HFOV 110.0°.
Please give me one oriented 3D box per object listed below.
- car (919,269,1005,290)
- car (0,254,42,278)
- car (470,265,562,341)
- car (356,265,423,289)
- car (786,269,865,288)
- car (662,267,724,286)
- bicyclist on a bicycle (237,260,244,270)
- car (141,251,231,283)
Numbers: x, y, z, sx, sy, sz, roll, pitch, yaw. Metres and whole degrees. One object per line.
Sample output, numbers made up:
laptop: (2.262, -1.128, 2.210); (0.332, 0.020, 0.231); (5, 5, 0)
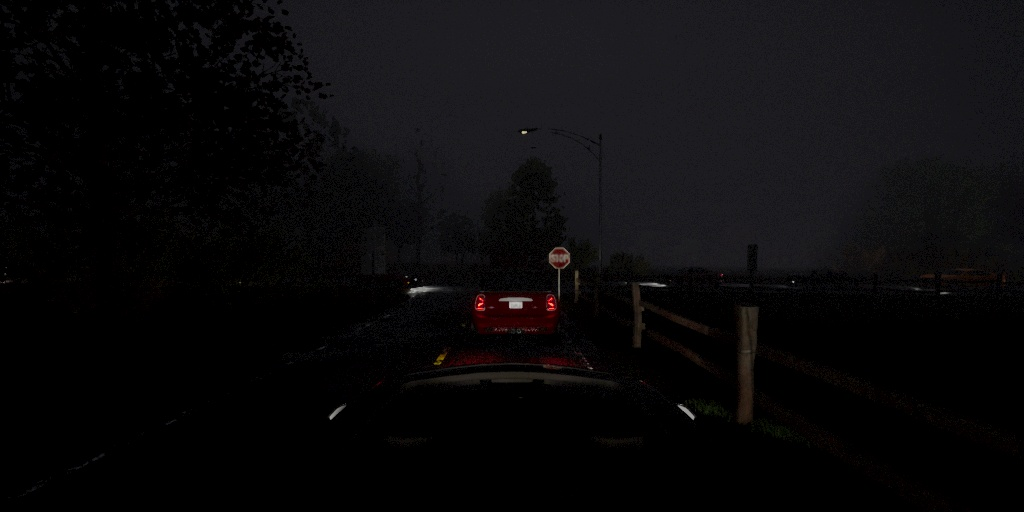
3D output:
car: (33.948, 1.700, 27.120); (5.008, 1.535, 1.882); (1, 1, 0)
car: (-34.670, 0.658, 23.927); (4.553, 1.767, 2.097); (1, 1, 0)
car: (0.081, 1.099, 10.015); (2.097, 1.767, 4.553); (0, 0, 0)
car: (-7.773, 1.254, 22.753); (4.181, 1.385, 1.994); (1, 1, 21)
car: (23.483, 1.673, 27.118); (4.718, 1.301, 1.895); (1, 1, 0)
car: (13.613, 1.495, 27.111); (4.181, 1.385, 1.994); (1, 1, -1)
bicyclist on a bicycle: (-22.734, 0.847, 29.983); (0.582, 1.620, 1.656); (1, 0, 0)
car: (-21.508, 0.709, 24.006); (5.566, 2.045, 2.150); (0, 1, 0)
